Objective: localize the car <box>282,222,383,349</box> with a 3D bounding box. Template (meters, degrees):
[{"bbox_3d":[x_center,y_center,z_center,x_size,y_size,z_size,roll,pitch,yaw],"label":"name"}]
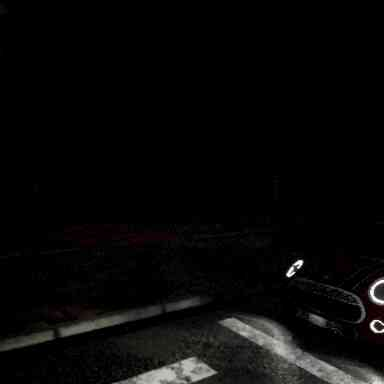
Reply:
[{"bbox_3d":[3.855,1.358,6.151,4.553,1.767,2.097,0,0,-30],"label":"car"}]
